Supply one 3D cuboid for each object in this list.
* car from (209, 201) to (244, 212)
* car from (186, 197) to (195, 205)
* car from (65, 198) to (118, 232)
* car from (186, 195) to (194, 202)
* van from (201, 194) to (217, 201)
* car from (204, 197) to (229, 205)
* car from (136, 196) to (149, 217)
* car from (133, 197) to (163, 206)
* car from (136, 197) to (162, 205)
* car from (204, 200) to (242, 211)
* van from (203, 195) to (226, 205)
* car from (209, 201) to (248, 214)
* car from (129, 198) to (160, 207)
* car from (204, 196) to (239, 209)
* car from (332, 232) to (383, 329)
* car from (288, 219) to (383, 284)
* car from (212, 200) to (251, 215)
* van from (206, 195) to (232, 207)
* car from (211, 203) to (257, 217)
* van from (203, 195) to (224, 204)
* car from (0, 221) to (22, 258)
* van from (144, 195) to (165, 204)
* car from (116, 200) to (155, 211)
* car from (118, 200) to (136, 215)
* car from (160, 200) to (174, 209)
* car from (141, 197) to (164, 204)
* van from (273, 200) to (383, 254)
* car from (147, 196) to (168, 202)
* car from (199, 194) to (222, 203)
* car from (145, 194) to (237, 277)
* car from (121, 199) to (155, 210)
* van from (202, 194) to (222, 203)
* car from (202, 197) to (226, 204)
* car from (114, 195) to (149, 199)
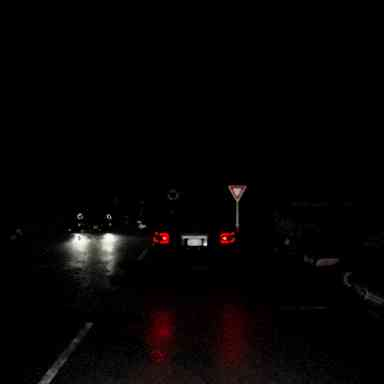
[{"bbox_3d":[4.704,1.991,46.063,4.674,1.452,2.002,0,1,0],"label":"car"},{"bbox_3d":[-0.318,1.813,69.061,1.837,1.490,4.892,0,0,1],"label":"car"},{"bbox_3d":[-6.328,1.428,20.269,2.097,1.767,4.553,3,-3,-28],"label":"car"},{"bbox_3d":[-0.389,1.613,79.217,1.882,1.535,5.008,0,0,0],"label":"car"},{"bbox_3d":[4.744,1.551,93.270,4.442,1.987,1.878,0,0,0],"label":"van"},{"bbox_3d":[4.703,1.825,65.445,4.792,1.488,2.163,0,0,0],"label":"car"},{"bbox_3d":[-4.017,1.774,35.555,2.150,2.045,5.566,0,1,4],"label":"car"},{"bbox_3d":[-8.216,1.806,62.707,5.366,1.575,1.946,0,0,0],"label":"car"},{"bbox_3d":[-8.412,1.797,65.474,4.892,1.521,2.231,0,0,0],"label":"car"},{"bbox_3d":[4.517,1.923,48.832,5.366,1.575,1.946,0,1,0],"label":"car"},{"bbox_3d":[4.561,1.563,68.197,4.442,1.987,1.878,0,0,0],"label":"van"},{"bbox_3d":[4.682,2.006,43.293,4.792,1.488,2.163,0,1,0],"label":"car"},{"bbox_3d":[-8.582,1.824,60.054,5.366,1.575,1.946,0,1,0],"label":"car"},{"bbox_3d":[4.722,1.625,54.369,5.566,2.045,2.435,0,1,0],"label":"car"},{"bbox_3d":[5.038,1.533,5.322,4.674,1.452,2.002,0,0,0],"label":"car"},{"bbox_3d":[5.035,1.529,8.107,4.674,1.452,2.002,0,0,0],"label":"car"},{"bbox_3d":[4.747,1.875,40.646,4.553,1.767,2.185,0,1,0],"label":"car"},{"bbox_3d":[4.800,1.601,60.033,4.442,1.987,1.878,0,0,0],"label":"van"},{"bbox_3d":[4.716,2.025,37.876,5.008,1.535,2.097,0,1,0],"label":"car"},{"bbox_3d":[4.777,1.558,73.753,4.442,1.987,1.878,0,0,0],"label":"van"},{"bbox_3d":[-8.079,1.515,10.686,4.792,1.488,2.163,0,0,0],"label":"car"},{"bbox_3d":[-8.303,1.558,73.804,4.442,1.987,1.878,0,0,0],"label":"van"},{"bbox_3d":[-8.192,1.923,48.829,5.366,1.575,1.946,0,1,0],"label":"car"},{"bbox_3d":[-8.393,2.031,40.501,4.792,1.488,2.163,0,1,0],"label":"car"},{"bbox_3d":[-3.939,2.005,53.475,1.895,1.301,4.718,0,1,0],"label":"car"},{"bbox_3d":[-8.386,1.815,71.027,4.792,1.488,2.163,0,0,0],"label":"car"},{"bbox_3d":[4.904,1.261,10.780,4.442,1.987,1.878,-1,0,0],"label":"van"},{"bbox_3d":[-8.463,1.811,82.132,4.792,1.488,2.163,0,0,0],"label":"car"},{"bbox_3d":[4.618,1.530,82.063,5.566,2.045,2.435,0,0,0],"label":"car"},{"bbox_3d":[0.060,1.231,10.363,2.150,2.045,5.566,0,1,0],"label":"car"},{"bbox_3d":[-8.376,1.902,51.605,4.892,1.521,2.231,0,0,0],"label":"car"},{"bbox_3d":[4.539,1.557,76.523,4.442,1.987,1.878,0,0,0],"label":"van"},{"bbox_3d":[4.670,1.785,70.983,5.008,1.535,2.097,0,0,0],"label":"car"},{"bbox_3d":[-8.344,1.700,46.051,5.566,2.045,2.435,0,1,0],"label":"car"}]
